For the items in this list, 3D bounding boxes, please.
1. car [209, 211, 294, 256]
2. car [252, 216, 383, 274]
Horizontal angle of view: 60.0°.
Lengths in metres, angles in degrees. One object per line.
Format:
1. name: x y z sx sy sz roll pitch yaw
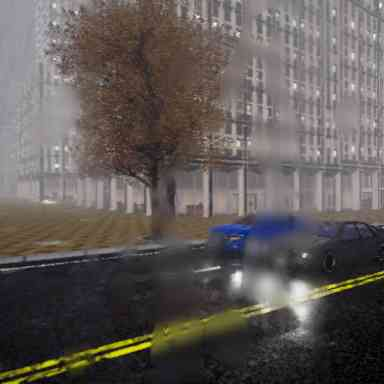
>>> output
1. car: 2.991 1.569 13.798 5.008 1.535 1.882 1 0 -35
2. car: 4.738 1.638 11.056 5.357 1.411 2.033 1 0 -35
